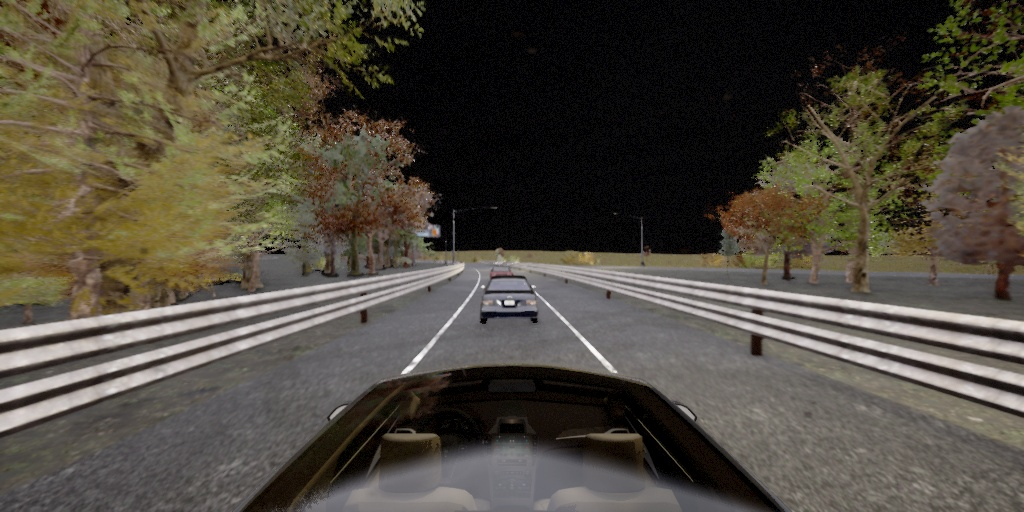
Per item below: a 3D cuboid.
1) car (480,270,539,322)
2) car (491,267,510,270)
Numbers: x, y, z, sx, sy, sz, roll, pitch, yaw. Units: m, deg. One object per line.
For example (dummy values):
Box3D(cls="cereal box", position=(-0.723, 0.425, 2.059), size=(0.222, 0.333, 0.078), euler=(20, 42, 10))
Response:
Box3D(cls="car", position=(-0.122, 1.370, 12.547), size=(2.033, 1.411, 5.357), euler=(0, 0, -1))
Box3D(cls="car", position=(-0.981, 1.552, 30.785), size=(1.895, 1.301, 4.718), euler=(0, 0, -4))
